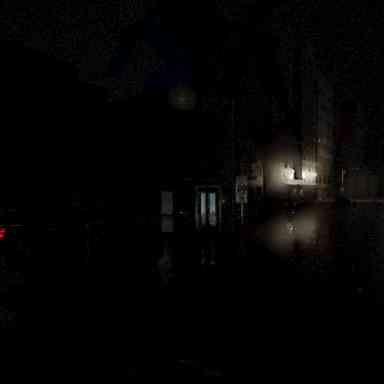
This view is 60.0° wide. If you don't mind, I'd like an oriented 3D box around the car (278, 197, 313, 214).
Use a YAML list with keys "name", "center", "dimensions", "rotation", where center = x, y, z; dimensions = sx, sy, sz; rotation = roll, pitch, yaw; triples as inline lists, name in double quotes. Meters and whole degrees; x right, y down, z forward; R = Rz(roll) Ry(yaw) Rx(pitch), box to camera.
- name: "car"
  center: [10.598, 1.278, 34.433]
  dimensions: [2.097, 1.767, 4.553]
  rotation: [-1, 0, 35]

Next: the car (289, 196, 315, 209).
- name: "car"
  center: [15.248, 1.402, 45.953]
  dimensions: [1.882, 1.535, 5.008]
  rotation: [-1, -1, 36]

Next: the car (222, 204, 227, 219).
- name: "car"
  center: [0.975, 1.477, 25.973]
  dimensions: [1.837, 1.490, 4.892]
  rotation: [-1, 0, 35]

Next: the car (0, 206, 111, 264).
- name: "car"
  center: [-5.205, 1.331, 12.167]
  dimensions: [2.097, 1.767, 4.553]
  rotation: [0, 0, 35]

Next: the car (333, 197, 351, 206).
- name: "car"
  center: [24.204, 1.428, 53.600]
  dimensions: [2.033, 1.411, 5.357]
  rotation: [-1, 0, 35]
